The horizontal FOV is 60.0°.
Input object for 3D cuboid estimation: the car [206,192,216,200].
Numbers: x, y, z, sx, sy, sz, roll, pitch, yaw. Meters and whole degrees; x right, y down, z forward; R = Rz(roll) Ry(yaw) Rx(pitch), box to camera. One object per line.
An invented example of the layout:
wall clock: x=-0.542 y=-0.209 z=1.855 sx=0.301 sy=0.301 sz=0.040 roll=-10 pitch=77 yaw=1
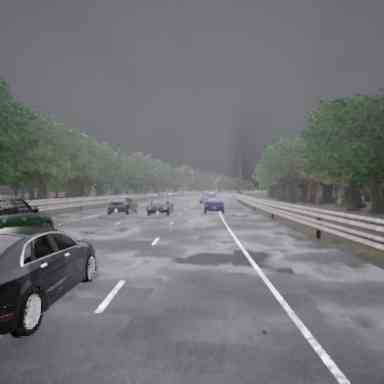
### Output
car: x=4.174 y=0.817 z=71.116 sx=1.812 sy=1.442 sz=4.674 roll=0 pitch=1 yaw=7

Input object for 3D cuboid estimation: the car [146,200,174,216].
car: x=-2.653 y=1.326 z=28.967 sx=1.895 sy=1.301 sz=4.718 roll=0 pitch=1 yaw=3

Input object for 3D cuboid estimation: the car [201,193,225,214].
car: x=2.094 y=1.180 z=31.671 sx=1.882 sy=1.535 sz=5.008 roll=0 pitch=1 yaw=3

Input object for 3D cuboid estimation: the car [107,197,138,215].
car: x=-6.114 y=1.222 z=29.719 sx=1.837 sy=1.490 sz=4.892 roll=0 pitch=1 yaw=3

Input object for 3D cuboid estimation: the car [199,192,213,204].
car: x=2.119 y=1.071 z=50.736 sx=2.033 sy=1.411 sz=5.357 roll=0 pitch=1 yaw=5

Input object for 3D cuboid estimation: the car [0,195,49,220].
car: x=-6.757 y=1.112 z=11.268 sx=2.150 sy=2.045 sz=5.566 roll=0 pitch=1 yaw=1

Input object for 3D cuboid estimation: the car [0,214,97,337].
car: x=-3.330 y=1.441 z=6.505 sx=1.837 sy=1.490 sz=4.892 roll=0 pitch=1 yaw=1
